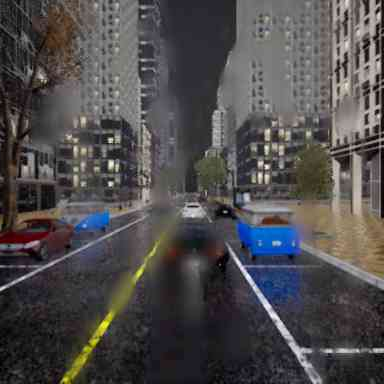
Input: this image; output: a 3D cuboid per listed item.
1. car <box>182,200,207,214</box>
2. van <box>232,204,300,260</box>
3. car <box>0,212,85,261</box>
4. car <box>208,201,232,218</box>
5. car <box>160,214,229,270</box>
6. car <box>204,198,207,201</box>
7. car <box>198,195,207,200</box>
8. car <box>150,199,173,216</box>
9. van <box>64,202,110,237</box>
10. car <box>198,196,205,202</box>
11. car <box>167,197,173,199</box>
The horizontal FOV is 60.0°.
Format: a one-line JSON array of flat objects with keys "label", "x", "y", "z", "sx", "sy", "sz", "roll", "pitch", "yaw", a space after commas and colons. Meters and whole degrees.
[{"label": "car", "x": 0.099, "y": 1.650, "z": 28.256, "sx": 1.812, "sy": 1.442, "sz": 4.674, "roll": 0, "pitch": 0, "yaw": 0}, {"label": "van", "x": 2.686, "y": 1.398, "z": 12.402, "sx": 1.690, "sy": 1.788, "sz": 3.998, "roll": -1, "pitch": 0, "yaw": 0}, {"label": "car", "x": -5.692, "y": 1.639, "z": 12.405, "sx": 1.802, "sy": 1.307, "sz": 4.206, "roll": -1, "pitch": 0, "yaw": 0}, {"label": "car", "x": 2.749, "y": 1.695, "z": 29.451, "sx": 1.947, "sy": 1.339, "sz": 4.313, "roll": -1, "pitch": 0, "yaw": 0}, {"label": "car", "x": 0.087, "y": 1.652, "z": 11.129, "sx": 1.895, "sy": 1.301, "sz": 4.718, "roll": 0, "pitch": 0, "yaw": 0}, {"label": "car", "x": 2.831, "y": 1.742, "z": 40.819, "sx": 1.947, "sy": 1.339, "sz": 4.313, "roll": -1, "pitch": 0, "yaw": 0}, {"label": "car", "x": 2.586, "y": 1.650, "z": 79.749, "sx": 2.192, "sy": 1.841, "sz": 5.009, "roll": 0, "pitch": 0, "yaw": 0}, {"label": "car", "x": -3.077, "y": 1.711, "z": 33.782, "sx": 1.994, "sy": 1.385, "sz": 4.181, "roll": 0, "pitch": 0, "yaw": 0}, {"label": "van", "x": -5.691, "y": 1.423, "z": 18.090, "sx": 1.690, "sy": 1.788, "sz": 3.998, "roll": -1, "pitch": 0, "yaw": 0}, {"label": "car", "x": 2.558, "y": 1.905, "z": 91.199, "sx": 1.752, "sy": 1.417, "sz": 4.829, "roll": 0, "pitch": 0, "yaw": 0}, {"label": "car", "x": -5.807, "y": 1.882, "z": 85.193, "sx": 1.752, "sy": 1.417, "sz": 4.829, "roll": 0, "pitch": 0, "yaw": 0}]
